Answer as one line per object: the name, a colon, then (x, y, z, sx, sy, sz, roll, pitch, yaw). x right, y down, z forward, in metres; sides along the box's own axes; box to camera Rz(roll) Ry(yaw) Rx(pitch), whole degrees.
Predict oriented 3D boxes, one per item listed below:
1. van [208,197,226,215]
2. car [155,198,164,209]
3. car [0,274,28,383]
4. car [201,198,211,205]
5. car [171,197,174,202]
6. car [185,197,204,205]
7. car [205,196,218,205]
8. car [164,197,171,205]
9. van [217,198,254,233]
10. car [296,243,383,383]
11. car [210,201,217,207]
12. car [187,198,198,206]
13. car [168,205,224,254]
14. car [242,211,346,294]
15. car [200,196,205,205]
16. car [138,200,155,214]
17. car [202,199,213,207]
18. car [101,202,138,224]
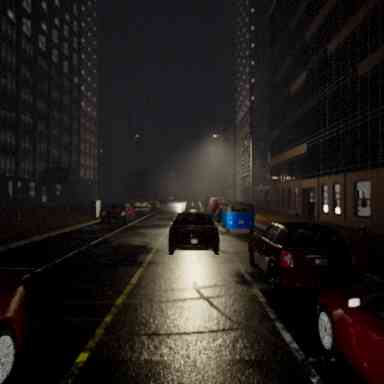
van: (2.694, 1.521, 37.071, 1.690, 1.788, 3.998, 1, 0, 0)
car: (-5.690, 1.783, 48.328, 2.008, 1.369, 4.403, 1, 0, 0)
car: (-3.101, 1.490, 2.338, 1.882, 1.535, 5.008, 0, 0, 0)
car: (2.688, 1.836, 65.446, 1.752, 1.417, 4.829, 1, 0, 0)
car: (-5.695, 1.953, 87.827, 1.887, 1.381, 4.507, 1, 0, 0)
car: (0.093, 1.758, 43.658, 2.033, 1.411, 5.357, 0, 0, 0)
car: (2.695, 1.469, 31.429, 2.192, 1.841, 5.009, 1, 0, 0)
car: (-5.693, 1.860, 65.256, 2.008, 1.369, 4.403, 1, 0, 0)
van: (2.696, 1.441, 20.146, 1.690, 1.788, 3.998, 1, 0, 0)
car: (2.697, 1.562, 3.222, 1.887, 1.381, 4.507, 1, 0, 0)
car: (2.693, 1.678, 25.787, 2.008, 1.369, 4.403, 1, 0, 0)
car: (0.090, 1.908, 64.741, 1.895, 1.301, 4.718, 0, 0, 0)
car: (0.051, 1.547, 13.881, 1.882, 1.535, 5.008, 0, 0, -1)
car: (2.697, 1.485, 8.864, 1.967, 1.590, 4.097, 1, 0, 0)
car: (2.693, 1.547, 48.353, 2.192, 1.841, 5.009, 1, 0, 0)
car: (-5.688, 1.730, 37.043, 2.008, 1.369, 4.403, 1, 0, 0)
car: (2.688, 1.866, 59.635, 1.802, 1.307, 4.206, 1, 0, 0)
car: (-5.686, 1.567, 25.758, 1.967, 1.590, 4.097, 1, 0, 0)
